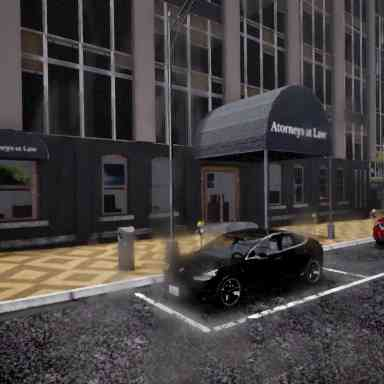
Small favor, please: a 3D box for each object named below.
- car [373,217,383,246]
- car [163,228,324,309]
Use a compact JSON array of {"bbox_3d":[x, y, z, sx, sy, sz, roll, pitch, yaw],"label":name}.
[{"bbox_3d":[9.651,1.310,14.066,5.009,1.841,2.192,0,-1,-37],"label":"car"},{"bbox_3d":[1.380,1.564,7.856,4.313,1.339,1.947,0,-1,-37],"label":"car"}]
